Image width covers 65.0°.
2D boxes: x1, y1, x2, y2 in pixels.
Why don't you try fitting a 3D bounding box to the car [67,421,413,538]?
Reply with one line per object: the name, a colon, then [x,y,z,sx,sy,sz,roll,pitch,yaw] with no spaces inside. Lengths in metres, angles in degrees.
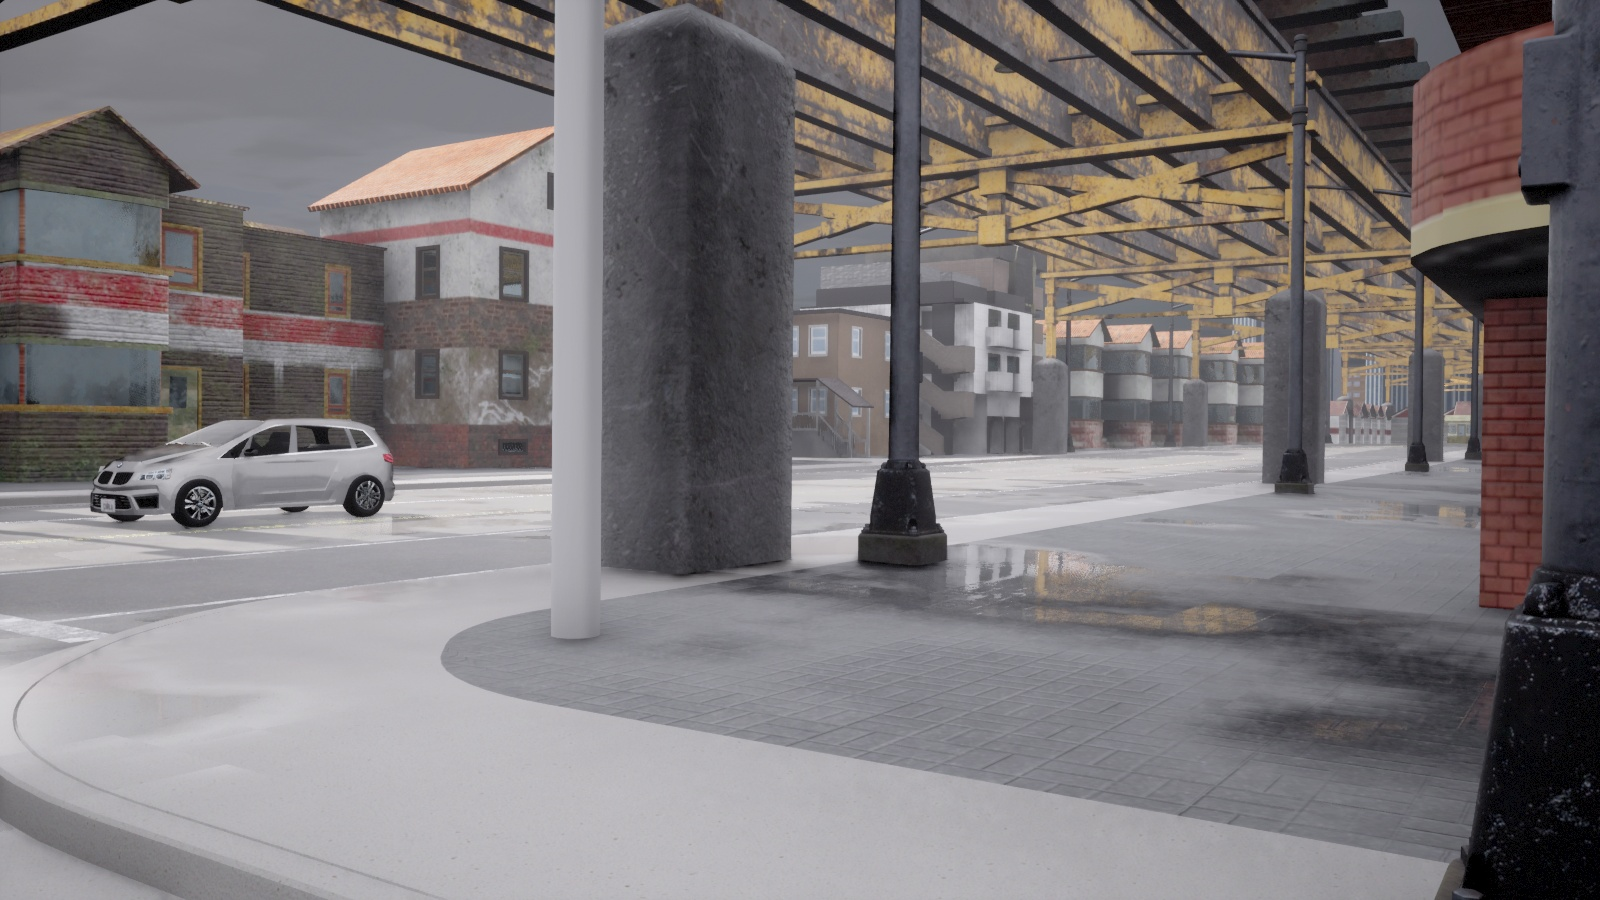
car: [-8.884,0.379,20.320,2.242,1.667,4.611,0,1,34]
